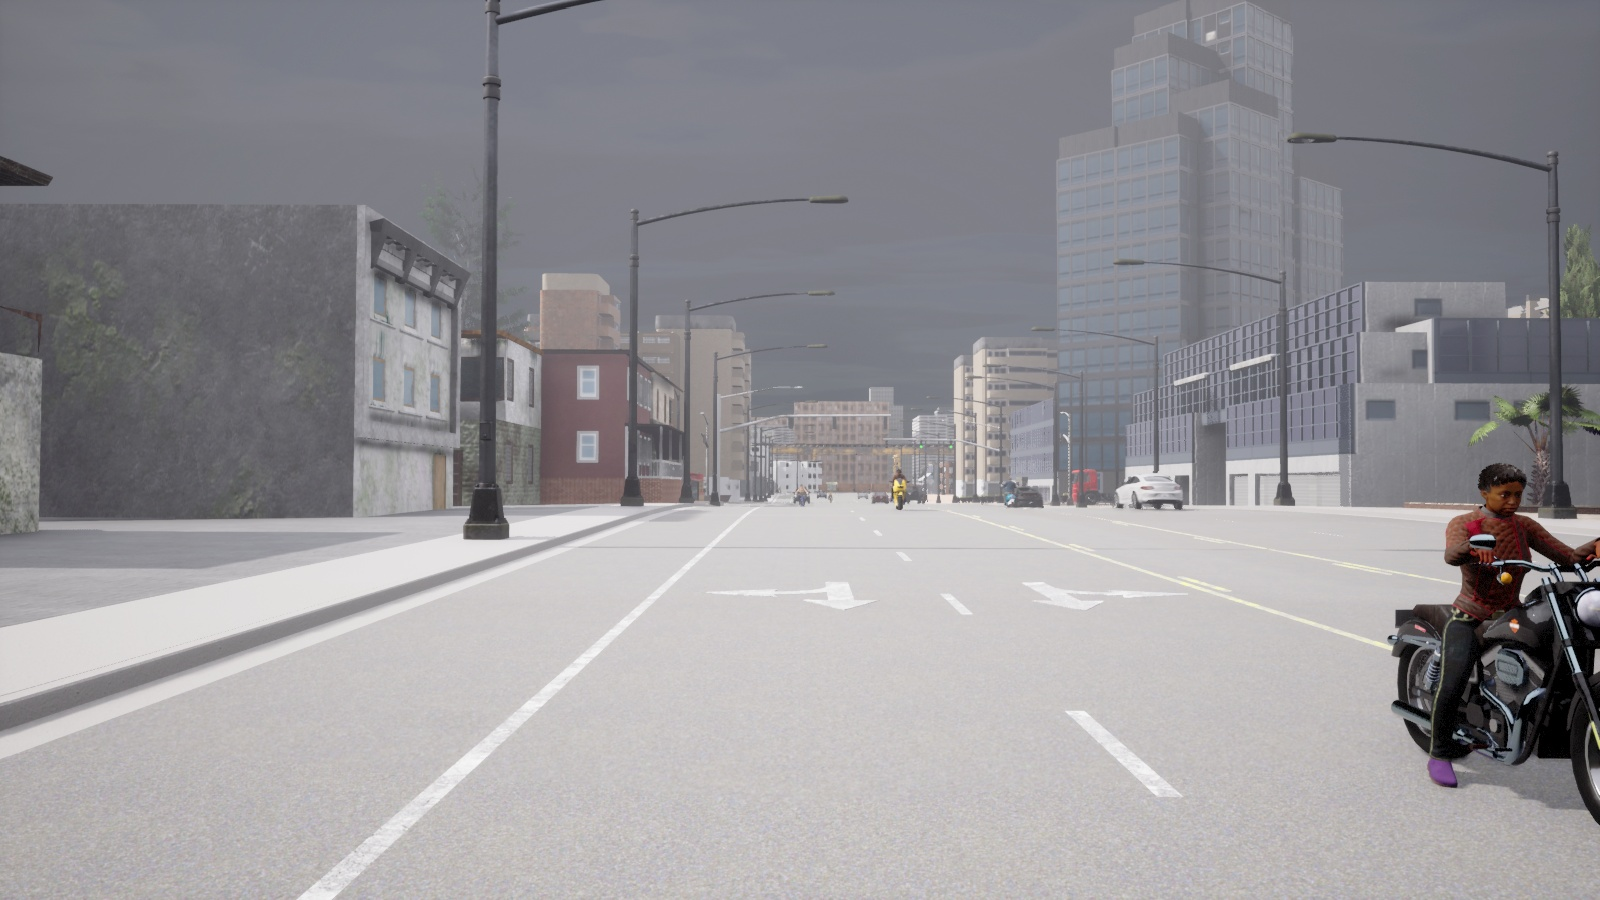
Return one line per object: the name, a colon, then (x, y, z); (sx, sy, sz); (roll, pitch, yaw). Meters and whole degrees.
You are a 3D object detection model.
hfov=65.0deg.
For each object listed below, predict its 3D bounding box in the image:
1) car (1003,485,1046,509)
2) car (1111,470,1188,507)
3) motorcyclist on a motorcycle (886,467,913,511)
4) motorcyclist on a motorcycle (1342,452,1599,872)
car: (14.137, 2.994, 79.372); (1.837, 1.490, 4.892); (0, -3, 0)
car: (14.092, 1.576, 50.855); (1.812, 1.442, 4.674); (0, -2, 0)
motorcyclist on a motorcycle: (3.580, 1.396, 45.250); (0.797, 1.523, 2.044); (0, -1, 0)
motorcyclist on a motorcycle: (3.520, 0.843, 6.085); (0.766, 1.649, 2.350); (0, -1, 0)
